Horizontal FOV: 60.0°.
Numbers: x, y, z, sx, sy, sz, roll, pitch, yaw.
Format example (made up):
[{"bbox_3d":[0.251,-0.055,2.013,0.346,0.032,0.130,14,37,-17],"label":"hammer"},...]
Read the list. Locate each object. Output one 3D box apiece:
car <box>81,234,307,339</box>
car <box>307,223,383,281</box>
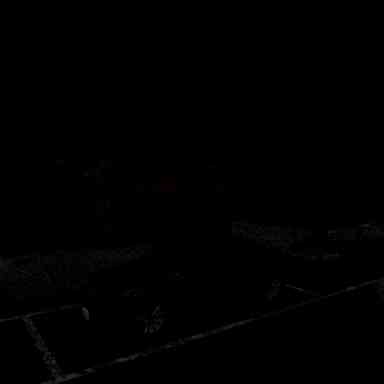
[{"bbox_3d":[0.072,1.566,6.587,4.313,1.339,1.947,0,0,-35],"label":"car"},{"bbox_3d":[4.552,1.582,9.781,4.206,1.307,1.802,0,0,-35],"label":"car"}]
